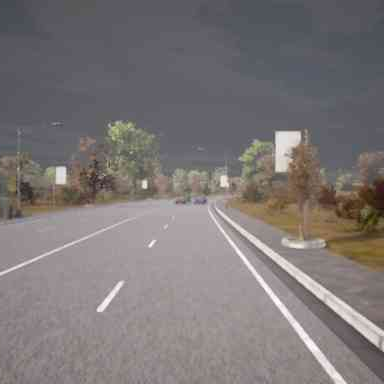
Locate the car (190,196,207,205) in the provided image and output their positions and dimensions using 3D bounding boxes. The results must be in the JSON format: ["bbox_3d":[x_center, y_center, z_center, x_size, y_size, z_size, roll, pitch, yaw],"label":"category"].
[{"bbox_3d":[1.374,1.579,61.901,2.033,1.411,5.357,0,0,4],"label":"car"}]

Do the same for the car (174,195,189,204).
[{"bbox_3d":[-2.118,1.632,62.134,1.895,1.301,4.718,0,0,4],"label":"car"}]

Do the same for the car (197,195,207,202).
[{"bbox_3d":[2.227,1.474,72.514,1.994,1.385,4.181,0,0,6],"label":"car"}]
